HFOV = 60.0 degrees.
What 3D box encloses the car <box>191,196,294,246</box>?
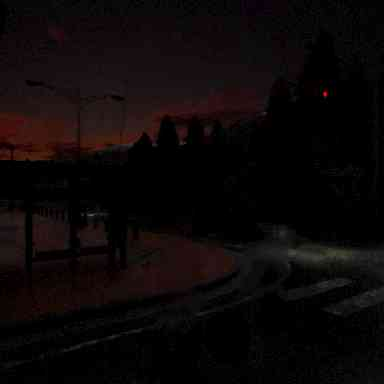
[{"bbox_3d":[2.167,1.291,15.942,2.150,2.045,5.566,0,1,-35],"label":"car"}]
